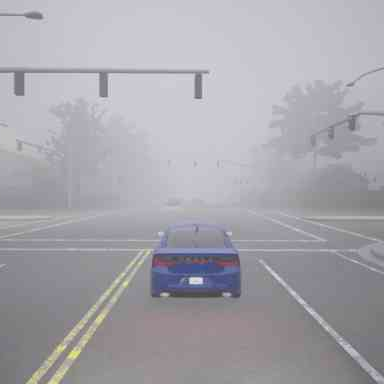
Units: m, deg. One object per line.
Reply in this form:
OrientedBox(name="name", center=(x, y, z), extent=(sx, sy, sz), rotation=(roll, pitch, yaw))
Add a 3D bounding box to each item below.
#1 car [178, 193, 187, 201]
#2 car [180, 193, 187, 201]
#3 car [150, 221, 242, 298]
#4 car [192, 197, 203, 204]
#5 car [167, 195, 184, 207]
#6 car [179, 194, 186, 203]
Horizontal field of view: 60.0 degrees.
OrientedBox(name="car", center=(-2.397, 1.222, 86.457), extent=(2.150, 2.045, 5.566), rotation=(0, 0, 0))
OrientedBox(name="car", center=(-2.521, 1.552, 71.647), extent=(1.994, 1.385, 4.181), rotation=(0, 0, 0))
OrientedBox(name="car", center=(0.085, 1.478, 8.578), extent=(1.882, 1.535, 5.008), rotation=(0, 0, 0))
OrientedBox(name="car", center=(1.012, 1.564, 63.553), extent=(1.994, 1.385, 4.181), rotation=(0, 0, 0))
OrientedBox(name="car", center=(-2.770, 1.564, 51.451), extent=(1.994, 1.385, 4.181), rotation=(0, 0, 1))
OrientedBox(name="car", center=(-2.671, 1.601, 61.389), extent=(1.895, 1.301, 4.718), rotation=(0, 0, 1))
